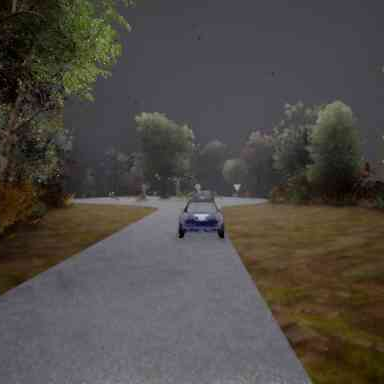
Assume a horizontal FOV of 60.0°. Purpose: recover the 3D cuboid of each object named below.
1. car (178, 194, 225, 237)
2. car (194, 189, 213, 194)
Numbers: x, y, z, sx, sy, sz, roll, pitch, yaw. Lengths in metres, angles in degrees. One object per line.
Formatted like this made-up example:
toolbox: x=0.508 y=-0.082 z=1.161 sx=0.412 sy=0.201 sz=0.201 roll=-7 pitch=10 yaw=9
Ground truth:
car: x=0.452 y=1.148 z=16.805 sx=2.097 sy=1.767 sz=4.553 roll=0 pitch=1 yaw=1
car: x=1.214 y=0.751 z=34.236 sx=2.150 sy=2.045 sz=5.566 roll=0 pitch=1 yaw=5
